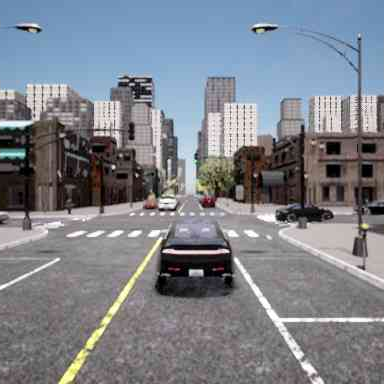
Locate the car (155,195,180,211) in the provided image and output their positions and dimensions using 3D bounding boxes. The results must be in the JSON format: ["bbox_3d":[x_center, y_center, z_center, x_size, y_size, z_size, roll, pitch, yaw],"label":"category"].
[{"bbox_3d":[-3.166,1.369,43.922,2.150,2.045,5.566,0,0,0],"label":"car"}]

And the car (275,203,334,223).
[{"bbox_3d":[8.490,1.530,25.195,4.181,1.385,1.994,-1,-1,-8],"label":"car"}]

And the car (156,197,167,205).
[{"bbox_3d":[-5.805,1.752,63.261,1.752,1.417,4.829,0,0,0],"label":"car"}]

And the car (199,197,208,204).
[{"bbox_3d":[2.554,1.828,74.497,2.008,1.369,4.403,0,0,0],"label":"car"}]

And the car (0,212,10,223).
[{"bbox_3d":[-16.610,1.854,25.356,4.718,1.301,1.895,-1,0,0],"label":"car"}]

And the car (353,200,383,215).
[{"bbox_3d":[17.432,1.455,31.223,4.313,1.339,1.947,-1,0,0],"label":"car"}]

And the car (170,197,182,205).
[{"bbox_3d":[-3.118,1.779,64.305,2.033,1.411,5.357,0,0,0],"label":"car"}]

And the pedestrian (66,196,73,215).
[{"bbox_3d":[-12.574,1.396,34.105,0.375,1.860,0.375,0,0,0],"label":"pedestrian"}]

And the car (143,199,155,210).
[{"bbox_3d":[-5.863,1.704,46.858,1.887,1.381,4.507,0,0,0],"label":"car"}]

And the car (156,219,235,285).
[{"bbox_3d":[0.084,1.522,9.560,2.128,1.511,4.902,0,0,0],"label":"car"}]

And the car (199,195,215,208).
[{"bbox_3d":[2.596,1.497,52.397,2.192,1.841,5.009,0,0,0],"label":"car"}]

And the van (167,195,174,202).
[{"bbox_3d":[-5.857,1.699,91.058,1.690,1.788,3.998,0,0,0],"label":"van"}]

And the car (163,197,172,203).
[{"bbox_3d":[-5.836,1.885,80.006,1.802,1.307,4.206,0,0,0],"label":"car"}]

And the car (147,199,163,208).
[{"bbox_3d":[-5.785,1.747,52.380,1.947,1.339,4.313,0,0,0],"label":"car"}]

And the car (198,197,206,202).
[{"bbox_3d":[2.533,1.912,85.547,1.802,1.307,4.206,0,0,0],"label":"car"}]

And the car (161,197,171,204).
[{"bbox_3d":[-5.826,1.859,74.482,1.802,1.307,4.206,0,0,0],"label":"car"}]
